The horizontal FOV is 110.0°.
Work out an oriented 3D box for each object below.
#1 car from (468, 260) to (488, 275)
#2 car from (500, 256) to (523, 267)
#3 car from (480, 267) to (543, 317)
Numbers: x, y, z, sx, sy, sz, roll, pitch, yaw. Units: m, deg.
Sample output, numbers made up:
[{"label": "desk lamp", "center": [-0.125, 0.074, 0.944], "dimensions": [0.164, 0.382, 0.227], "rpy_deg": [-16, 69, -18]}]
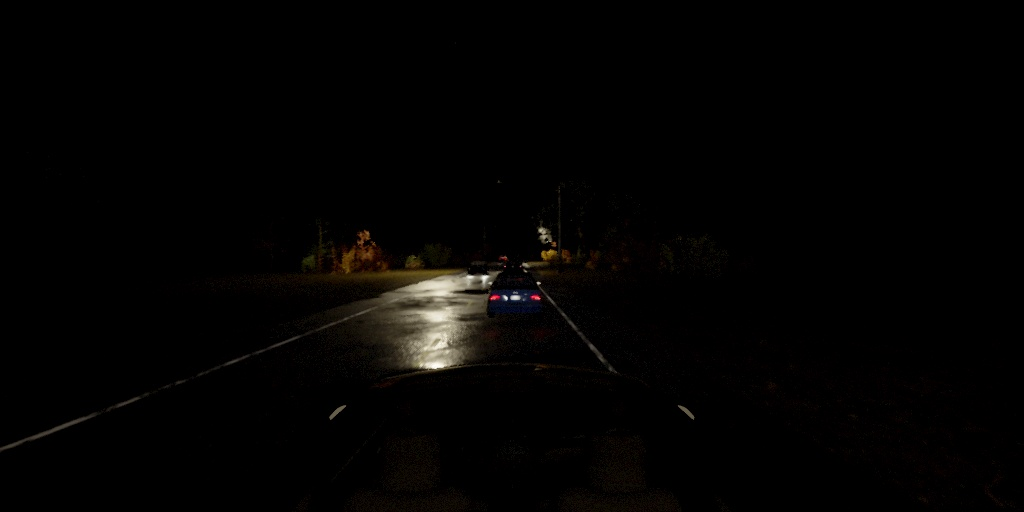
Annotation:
[{"label": "car", "center": [-3.601, 1.202, 38.408], "dimensions": [1.882, 1.535, 5.008], "rpy_deg": [0, 0, 0]}, {"label": "car", "center": [0.091, 1.077, 37.624], "dimensions": [2.097, 1.767, 4.553], "rpy_deg": [0, 0, 0]}, {"label": "car", "center": [0.097, 1.289, 13.126], "dimensions": [2.033, 1.411, 5.357], "rpy_deg": [0, 0, 0]}]
